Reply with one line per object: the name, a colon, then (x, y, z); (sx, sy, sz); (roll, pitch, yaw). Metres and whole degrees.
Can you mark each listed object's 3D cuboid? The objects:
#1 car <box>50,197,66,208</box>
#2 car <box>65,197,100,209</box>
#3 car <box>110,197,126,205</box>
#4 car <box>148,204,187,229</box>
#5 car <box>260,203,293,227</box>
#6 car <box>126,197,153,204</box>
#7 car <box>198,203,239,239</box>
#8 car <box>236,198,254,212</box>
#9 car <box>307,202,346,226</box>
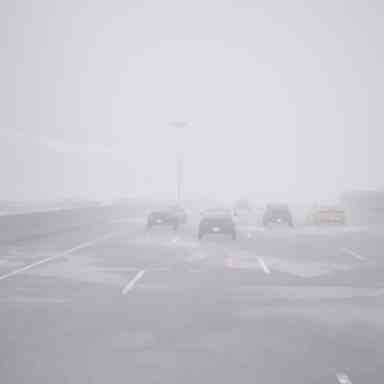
car: (-17.543, 1.447, 46.009); (1.812, 1.442, 4.674); (0, 0, 17)
car: (-14.344, 1.533, 44.567); (1.895, 1.301, 4.718); (0, 0, 17)
car: (-9.760, 1.451, 47.412); (1.837, 1.490, 4.892); (0, -1, 19)
car: (-1.529, 1.509, 21.407); (1.812, 1.442, 4.674); (0, 0, 9)
car: (5.871, 1.509, 23.183); (1.837, 1.490, 4.892); (0, 0, 10)
car: (-6.770, 1.480, 45.367); (1.812, 1.442, 4.674); (0, 0, 18)
car: (1.396, 1.520, 17.333); (1.812, 1.442, 4.674); (0, 0, 7)
car: (6.168, 1.501, 39.195); (1.837, 1.490, 4.892); (0, 0, 17)
car: (9.588, 1.493, 24.033); (1.882, 1.535, 5.008); (0, 0, 10)
